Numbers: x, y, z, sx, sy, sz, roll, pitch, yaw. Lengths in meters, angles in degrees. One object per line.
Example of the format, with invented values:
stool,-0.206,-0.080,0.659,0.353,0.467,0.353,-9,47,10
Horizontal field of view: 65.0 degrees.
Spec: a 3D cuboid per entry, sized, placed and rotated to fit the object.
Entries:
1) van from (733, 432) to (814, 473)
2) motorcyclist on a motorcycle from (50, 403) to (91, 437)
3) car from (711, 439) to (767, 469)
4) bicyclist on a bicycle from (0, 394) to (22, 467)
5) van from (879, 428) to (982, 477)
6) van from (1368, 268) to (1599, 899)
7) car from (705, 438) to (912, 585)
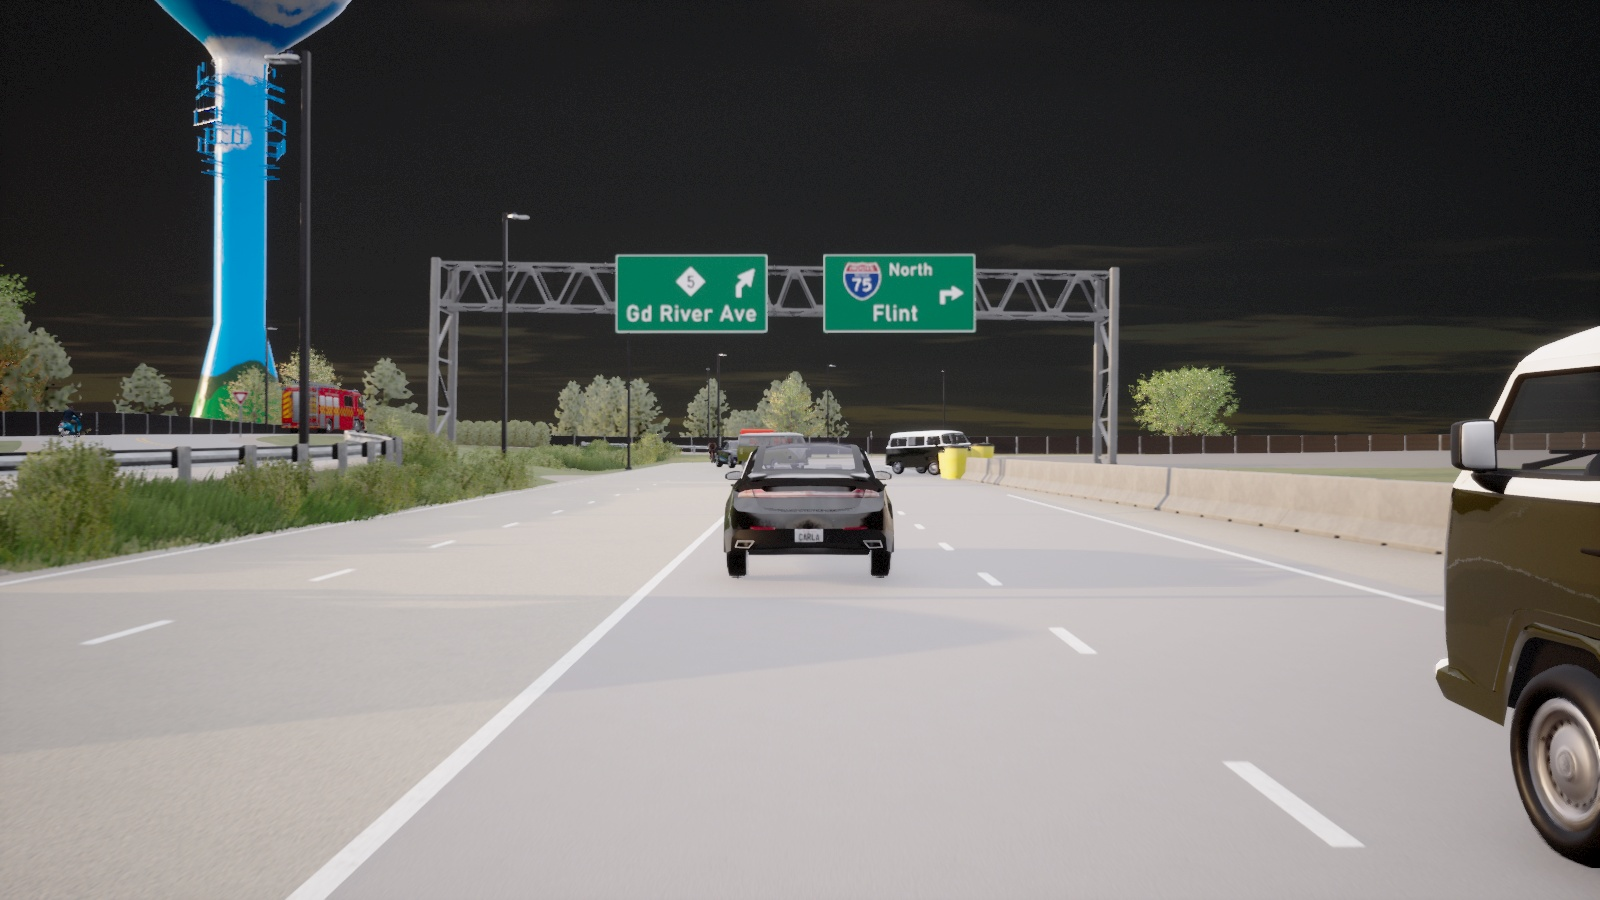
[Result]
van,-1.385,0.107,63.687,1.775,1.987,4.442,0,1,-38
motorcyclist on a motorcycle,-35.922,-1.454,61.855,0.866,1.590,1.817,2,0,1
car,-3.625,0.212,73.535,2.033,1.649,4.856,0,0,-18
bicyclist on a bicycle,-18.767,-0.424,28.761,1.509,1.612,0.866,1,11,36
van,5.945,0.133,57.597,2.069,2.038,4.480,-3,0,-37
van,3.535,0.455,3.299,2.069,2.038,4.480,0,0,0
car,0.104,0.617,15.364,2.128,1.511,4.902,0,0,0
